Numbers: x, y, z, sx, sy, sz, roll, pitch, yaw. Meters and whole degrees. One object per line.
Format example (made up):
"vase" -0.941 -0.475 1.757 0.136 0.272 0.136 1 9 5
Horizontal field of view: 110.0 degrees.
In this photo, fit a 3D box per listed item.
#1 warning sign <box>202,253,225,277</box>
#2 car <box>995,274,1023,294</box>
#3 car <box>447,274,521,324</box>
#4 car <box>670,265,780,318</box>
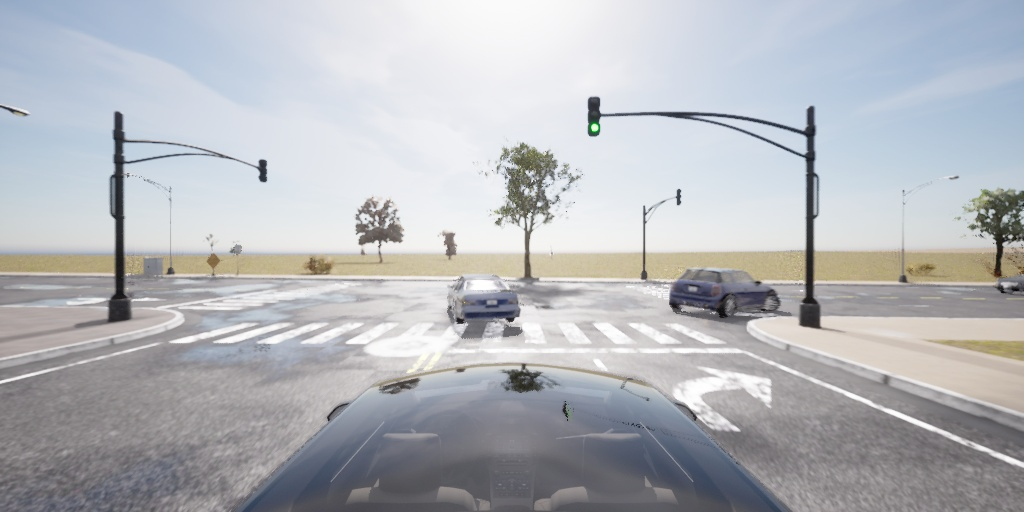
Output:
"warning sign" -23.466 0.663 28.173 1.060 1.860 1.300 0 0 1
"car" 31.260 1.573 20.779 4.902 1.511 2.128 0 0 2
"car" -1.141 1.325 12.268 2.033 1.411 5.357 0 0 -14
"car" 8.294 1.249 13.943 4.553 1.767 2.097 1 1 -31
